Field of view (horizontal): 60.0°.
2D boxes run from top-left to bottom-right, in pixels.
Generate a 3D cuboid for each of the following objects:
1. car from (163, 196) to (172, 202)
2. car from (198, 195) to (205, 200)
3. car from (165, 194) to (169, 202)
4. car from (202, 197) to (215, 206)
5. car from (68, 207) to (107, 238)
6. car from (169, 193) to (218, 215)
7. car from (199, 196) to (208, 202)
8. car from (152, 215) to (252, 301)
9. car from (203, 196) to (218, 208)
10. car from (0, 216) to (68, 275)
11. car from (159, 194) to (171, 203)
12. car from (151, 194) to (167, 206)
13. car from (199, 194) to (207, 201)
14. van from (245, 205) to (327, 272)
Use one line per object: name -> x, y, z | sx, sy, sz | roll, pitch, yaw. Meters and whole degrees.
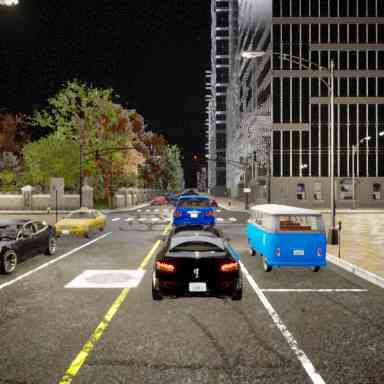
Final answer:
car -> -5.701, 1.538, 77.017 | 1.802, 1.307, 4.206 | 0, 0, 0
car -> 2.678, 1.453, 94.232 | 1.752, 1.417, 4.829 | 0, 0, 0
car -> -5.698, 1.520, 59.969 | 2.008, 1.369, 4.403 | 0, 0, 0
car -> 2.684, 1.538, 54.290 | 1.947, 1.339, 4.313 | 0, 0, 0
car -> -5.820, 1.518, 17.716 | 1.752, 1.417, 4.829 | 0, 0, 0
car -> 0.098, 1.214, 18.559 | 2.150, 2.045, 5.566 | 0, 0, 0
car -> 2.680, 1.521, 77.015 | 1.947, 1.339, 4.313 | 0, 0, 0
car -> 0.102, 1.523, 8.209 | 1.812, 1.442, 4.674 | 0, 0, 0
car -> 2.685, 1.416, 48.610 | 1.967, 1.590, 4.097 | 0, 0, 0
car -> -5.770, 1.562, 10.481 | 1.947, 1.339, 4.313 | 0, 0, 0
car -> -5.699, 1.277, 71.335 | 2.192, 1.841, 5.009 | 0, 0, 0
car -> -5.697, 1.517, 54.286 | 1.887, 1.381, 4.507 | 0, 0, 0
car -> 2.680, 1.388, 82.696 | 1.967, 1.590, 4.097 | 0, 0, 0
van -> 2.773, 1.337, 10.484 | 1.690, 1.788, 3.998 | 0, 0, 0
